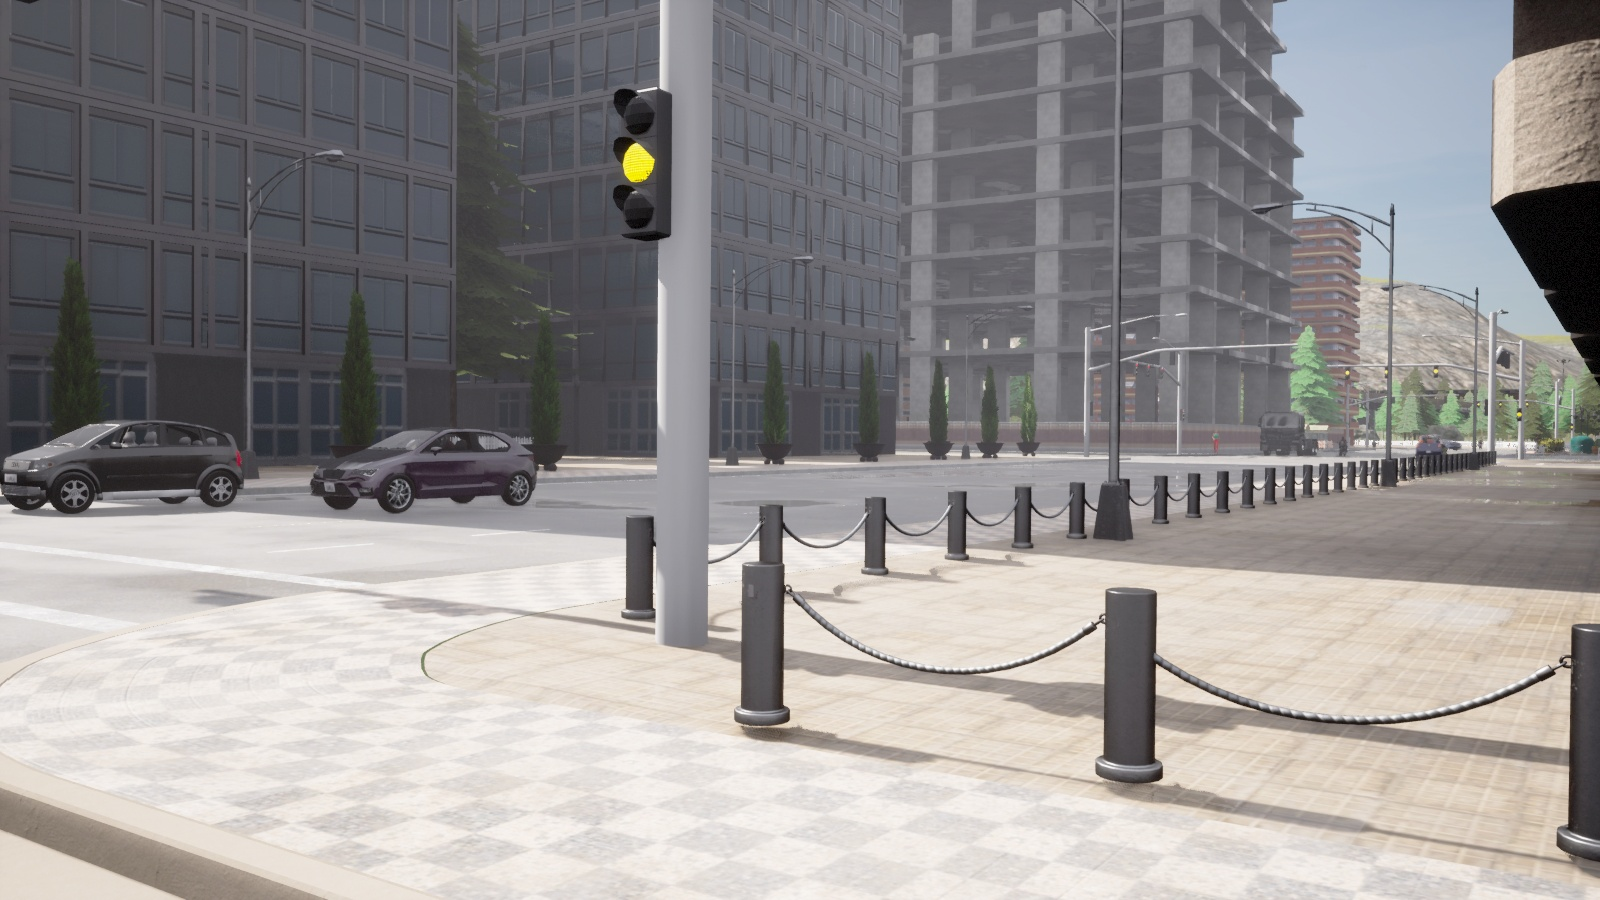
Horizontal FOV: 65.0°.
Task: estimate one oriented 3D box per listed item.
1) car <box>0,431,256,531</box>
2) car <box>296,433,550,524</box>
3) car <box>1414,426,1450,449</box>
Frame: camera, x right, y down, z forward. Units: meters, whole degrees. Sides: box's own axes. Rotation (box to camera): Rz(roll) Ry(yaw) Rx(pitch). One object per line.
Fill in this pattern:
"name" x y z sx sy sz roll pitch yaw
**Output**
"car" -11.657 0.463 21.730 1.789 1.549 3.705 0 1 34
"car" -6.723 0.439 22.796 1.816 1.474 4.193 0 1 34
"car" 43.402 -0.881 86.218 1.845 1.501 3.633 0 1 33
